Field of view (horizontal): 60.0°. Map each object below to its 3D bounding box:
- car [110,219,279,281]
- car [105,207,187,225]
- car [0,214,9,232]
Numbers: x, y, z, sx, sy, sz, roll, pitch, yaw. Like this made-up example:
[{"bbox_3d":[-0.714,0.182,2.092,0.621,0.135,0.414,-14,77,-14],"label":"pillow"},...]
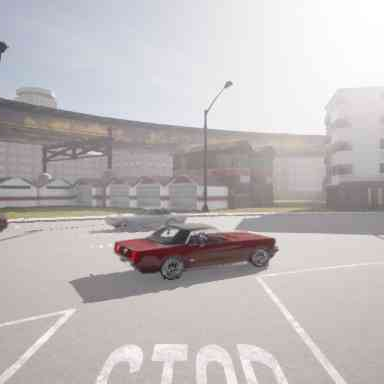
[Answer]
[{"bbox_3d":[0.255,1.601,9.796,4.718,1.301,1.895,0,0,-30],"label":"car"},{"bbox_3d":[-2.812,1.601,20.309,4.718,1.301,1.895,0,0,-26],"label":"car"},{"bbox_3d":[-12.473,1.564,18.348,4.181,1.385,1.994,0,0,-37],"label":"car"}]
